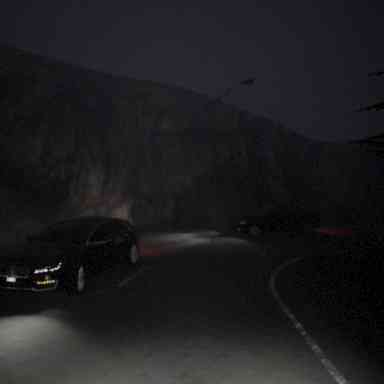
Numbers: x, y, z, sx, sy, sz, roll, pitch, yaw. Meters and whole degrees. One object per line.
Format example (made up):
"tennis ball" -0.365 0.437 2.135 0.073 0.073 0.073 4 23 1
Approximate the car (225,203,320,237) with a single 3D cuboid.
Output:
"car" 4.124 1.347 17.007 5.008 1.535 1.882 0 0 -20

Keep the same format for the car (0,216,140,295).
"car" -2.924 1.439 8.777 1.837 1.490 4.892 0 0 14
